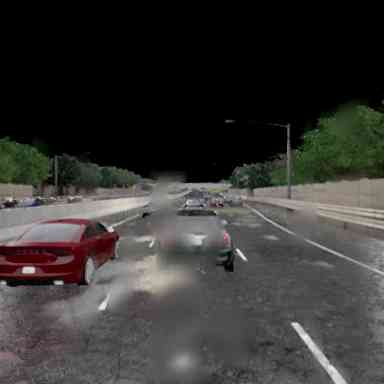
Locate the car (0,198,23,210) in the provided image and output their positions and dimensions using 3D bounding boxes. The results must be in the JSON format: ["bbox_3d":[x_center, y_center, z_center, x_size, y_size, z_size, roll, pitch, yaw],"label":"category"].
[{"bbox_3d":[-23.689,1.485,41.648,2.128,1.511,4.902,0,0,-3],"label":"car"}]

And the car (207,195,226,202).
[{"bbox_3d":[3.786,1.612,52.215,1.895,1.301,4.718,0,0,1],"label":"car"}]

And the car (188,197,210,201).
[{"bbox_3d":[0.196,1.486,29.587,2.128,1.511,4.902,0,0,0],"label":"car"}]

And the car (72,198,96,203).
[{"bbox_3d":[-13.874,1.524,44.252,1.812,1.442,4.674,0,0,1],"label":"car"}]

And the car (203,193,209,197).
[{"bbox_3d":[4.246,1.569,84.823,1.882,1.535,5.008,0,0,1],"label":"car"}]

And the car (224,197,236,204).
[{"bbox_3d":[7.446,1.610,65.426,1.994,1.385,4.181,0,0,1],"label":"car"}]

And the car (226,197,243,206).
[{"bbox_3d":[7.223,1.510,54.731,2.128,1.511,4.902,0,0,2],"label":"car"}]

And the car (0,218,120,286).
[{"bbox_3d":[-3.386,1.475,9.386,1.882,1.535,5.008,0,0,0],"label":"car"}]

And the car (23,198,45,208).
[{"bbox_3d":[-20.880,1.523,43.418,1.812,1.442,4.674,0,1,1],"label":"car"}]

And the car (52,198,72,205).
[{"bbox_3d":[-17.361,1.563,45.155,1.994,1.385,4.181,0,0,1],"label":"car"}]

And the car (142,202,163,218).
[{"bbox_3d":[-3.299,1.557,30.362,1.994,1.385,4.181,0,0,0],"label":"car"}]

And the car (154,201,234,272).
[{"bbox_3d":[0.117,1.349,10.972,2.097,1.767,4.553,0,0,0],"label":"car"}]
